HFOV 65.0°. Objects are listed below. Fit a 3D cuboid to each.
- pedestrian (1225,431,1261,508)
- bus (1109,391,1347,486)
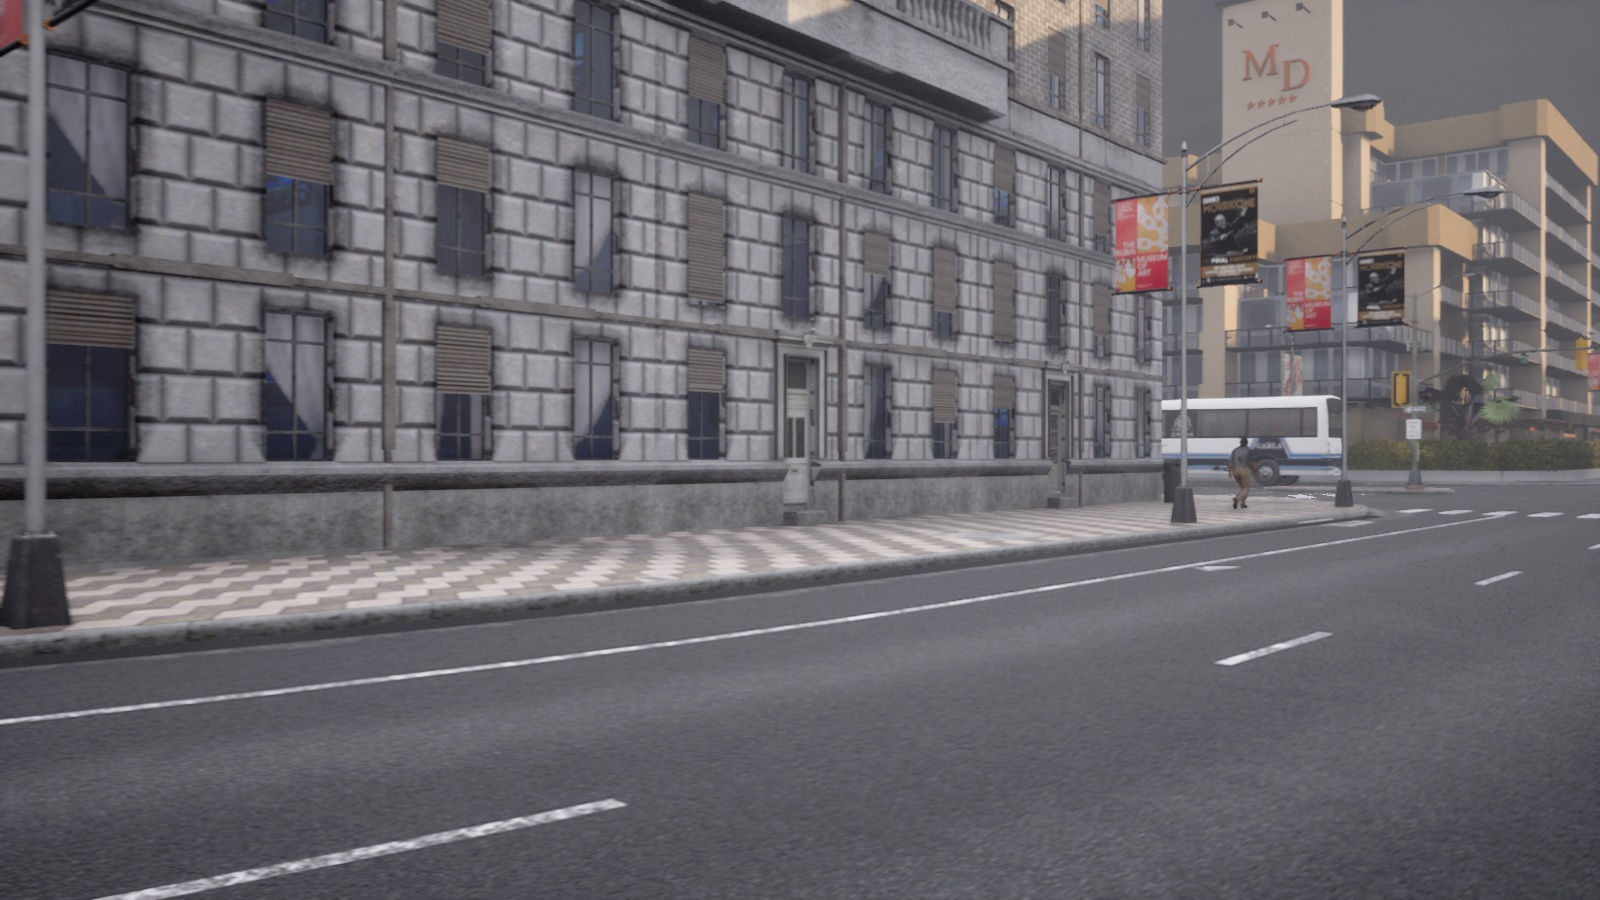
[{"bbox_3d":[10.730,0.468,30.425,0.694,1.848,0.540,0,0,-42],"label":"pedestrian"},{"bbox_3d":[20.758,-0.496,61.456,10.273,4.253,3.944,0,0,40],"label":"bus"}]
